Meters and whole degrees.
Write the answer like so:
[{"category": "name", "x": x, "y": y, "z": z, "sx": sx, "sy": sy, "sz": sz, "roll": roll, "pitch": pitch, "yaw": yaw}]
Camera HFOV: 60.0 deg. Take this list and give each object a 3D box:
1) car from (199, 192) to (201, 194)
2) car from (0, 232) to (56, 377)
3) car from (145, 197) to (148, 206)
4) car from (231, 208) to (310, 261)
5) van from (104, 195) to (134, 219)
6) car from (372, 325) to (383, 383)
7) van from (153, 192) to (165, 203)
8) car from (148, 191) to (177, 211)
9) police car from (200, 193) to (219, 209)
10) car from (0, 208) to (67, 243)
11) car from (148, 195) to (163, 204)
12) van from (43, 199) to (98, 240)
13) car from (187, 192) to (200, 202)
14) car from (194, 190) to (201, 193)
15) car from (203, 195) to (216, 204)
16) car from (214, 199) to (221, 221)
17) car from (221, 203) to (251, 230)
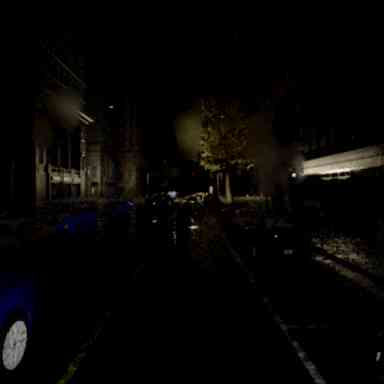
[{"category": "car", "x": 2.749, "y": 1.077, "z": 64.756, "sx": 1.752, "sy": 1.417, "sz": 4.829, "roll": 0, "pitch": 0, "yaw": 0}, {"category": "car", "x": -3.091, "y": 1.458, "z": 2.633, "sx": 1.882, "sy": 1.535, "sz": 5.008, "roll": 0, "pitch": 1, "yaw": 0}, {"category": "car", "x": -5.778, "y": 1.203, "z": 48.360, "sx": 1.887, "sy": 1.381, "sz": 4.507, "roll": 0, "pitch": 0, "yaw": 0}, {"category": "car", "x": 2.757, "y": 1.464, "z": 11.695, "sx": 2.008, "sy": 1.369, "sz": 4.403, "roll": 0, "pitch": 0, "yaw": 0}, {"category": "van", "x": -5.773, "y": 1.148, "z": 26.706, "sx": 1.690, "sy": 1.788, "sz": 3.998, "roll": 0, "pitch": 0, "yaw": 0}, {"category": "car", "x": 2.760, "y": 1.536, "z": 1.823, "sx": 2.008, "sy": 1.369, "sz": 4.403, "roll": 0, "pitch": 0, "yaw": 0}, {"category": "van", "x": -5.781, "y": 0.928, "z": 59.185, "sx": 1.690, "sy": 1.788, "sz": 3.998, "roll": 0, "pitch": 0, "yaw": 0}, {"category": "car", "x": -3.104, "y": 1.095, "z": 35.856, "sx": 2.097, "sy": 1.767, "sz": 4.553, "roll": 0, "pitch": 0, "yaw": 0}, {"category": "police car", "x": 2.355, "y": 1.141, "z": 39.676, "sx": 1.930, "sy": 1.638, "sz": 5.238, "roll": 0, "pitch": 0, "yaw": 0}, {"category": "car", "x": -5.768, "y": 1.449, "z": 10.298, "sx": 1.752, "sy": 1.417, "sz": 4.829, "roll": 0, "pitch": 0, "yaw": 0}, {"category": "car", "x": -5.779, "y": 1.188, "z": 53.773, "sx": 1.947, "sy": 1.339, "sz": 4.313, "roll": 0, "pitch": 0, "yaw": 0}, {"category": "van", "x": -5.770, "y": 1.225, "z": 15.879, "sx": 1.690, "sy": 1.788, "sz": 3.998, "roll": 0, "pitch": 0, "yaw": 0}, {"category": "car", "x": 0.003, "y": 1.180, "z": 60.288, "sx": 1.895, "sy": 1.301, "sz": 4.718, "roll": 0, "pitch": 0, "yaw": 0}, {"category": "car", "x": 2.224, "y": 0.964, "z": 74.395, "sx": 4.902, "sy": 1.511, "sz": 2.128, "roll": -1, "pitch": 1, "yaw": -30}, {"category": "car", "x": 2.746, "y": 1.165, "z": 54.006, "sx": 1.887, "sy": 1.381, "sz": 4.507, "roll": 0, "pitch": 0, "yaw": 0}, {"category": "car", "x": 2.754, "y": 1.404, "z": 22.274, "sx": 1.947, "sy": 1.339, "sz": 4.313, "roll": 0, "pitch": 0, "yaw": 0}, {"category": "car", "x": 2.756, "y": 1.400, "z": 17.154, "sx": 1.752, "sy": 1.417, "sz": 4.829, "roll": 0, "pitch": 0, "yaw": 0}]
